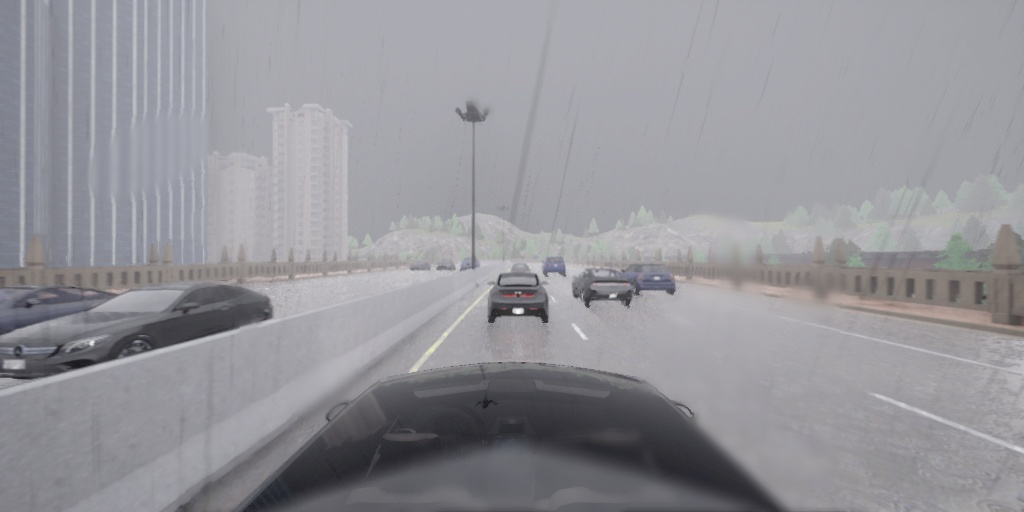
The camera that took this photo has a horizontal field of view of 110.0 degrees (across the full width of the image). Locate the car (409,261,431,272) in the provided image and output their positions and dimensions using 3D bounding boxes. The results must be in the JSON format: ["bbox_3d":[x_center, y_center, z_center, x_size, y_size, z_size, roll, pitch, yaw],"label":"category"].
[{"bbox_3d":[-12.910,1.456,50.809,2.033,1.411,5.357,0,0,2],"label":"car"}]

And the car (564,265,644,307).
[{"bbox_3d":[3.796,1.288,15.737,2.128,1.511,4.902,0,0,1],"label":"car"}]

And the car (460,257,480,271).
[{"bbox_3d":[-5.895,1.135,51.269,2.150,2.045,5.566,0,-1,2],"label":"car"}]

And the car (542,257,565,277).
[{"bbox_3d":[4.402,1.090,37.947,2.150,2.045,5.566,0,0,2],"label":"car"}]

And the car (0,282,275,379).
[{"bbox_3d":[-7.050,1.293,7.434,1.812,1.442,4.674,0,0,1],"label":"car"}]

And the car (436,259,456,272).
[{"bbox_3d":[-9.404,1.261,50.999,2.097,1.767,4.553,0,0,2],"label":"car"}]

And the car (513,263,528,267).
[{"bbox_3d":[0.781,1.402,33.776,2.033,1.411,5.357,0,0,2],"label":"car"}]

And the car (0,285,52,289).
[{"bbox_3d":[-10.544,1.332,7.672,1.994,1.385,4.181,0,0,1],"label":"car"}]

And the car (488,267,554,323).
[{"bbox_3d":[0.221,1.290,12.375,1.837,1.490,4.892,0,0,1],"label":"car"}]

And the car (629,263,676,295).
[{"bbox_3d":[7.415,1.163,20.343,2.097,1.767,4.553,0,0,1],"label":"car"}]

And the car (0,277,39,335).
[{"bbox_3d":[-14.047,1.293,7.618,1.812,1.442,4.674,0,0,1],"label":"car"}]
